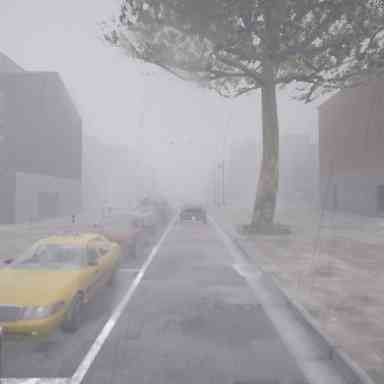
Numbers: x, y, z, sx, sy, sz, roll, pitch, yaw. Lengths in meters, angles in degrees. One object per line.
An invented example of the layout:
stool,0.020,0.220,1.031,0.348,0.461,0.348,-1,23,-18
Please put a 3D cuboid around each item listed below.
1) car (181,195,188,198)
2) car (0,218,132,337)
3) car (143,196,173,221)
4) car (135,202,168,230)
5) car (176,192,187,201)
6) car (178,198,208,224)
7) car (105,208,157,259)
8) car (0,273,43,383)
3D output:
car,0.096,1.372,34.338,1.882,1.535,5.008,0,0,0
car,-2.620,1.502,6.790,1.752,1.417,4.829,2,0,0
car,-2.618,1.239,23.564,2.192,1.841,5.009,1,0,0
car,-2.623,1.490,18.030,2.008,1.369,4.403,1,0,0
car,-2.636,1.370,72.589,1.947,1.339,4.313,1,0,0
car,0.096,1.428,23.830,1.837,1.490,4.892,0,0,0
car,-2.621,1.502,12.495,1.887,1.381,4.507,2,0,0
car,-2.620,1.561,1.425,1.947,1.339,4.313,2,0,0
